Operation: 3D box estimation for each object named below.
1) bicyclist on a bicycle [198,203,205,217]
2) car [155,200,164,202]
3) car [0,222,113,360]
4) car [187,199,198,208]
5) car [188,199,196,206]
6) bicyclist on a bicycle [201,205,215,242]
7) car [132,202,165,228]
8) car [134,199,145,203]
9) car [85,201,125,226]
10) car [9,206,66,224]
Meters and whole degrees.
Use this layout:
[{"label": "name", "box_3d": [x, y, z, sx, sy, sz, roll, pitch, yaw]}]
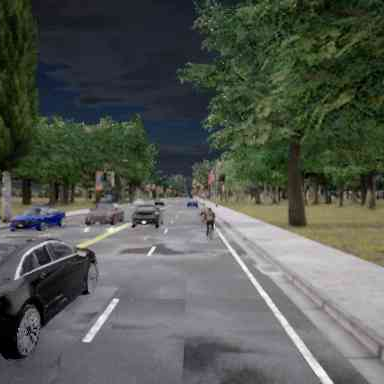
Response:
[{"label": "bicyclist on a bicycle", "box_3d": [0.913, 1.685, 26.198, 0.866, 1.612, 1.509, 0, -1, 0]}, {"label": "car", "box_3d": [-6.511, 2.233, 66.525, 1.895, 1.301, 4.718, 0, -1, 0]}, {"label": "car", "box_3d": [-3.150, 1.550, 6.002, 2.128, 1.511, 4.902, 0, -1, 0]}, {"label": "car", "box_3d": [0.102, 2.046, 59.686, 1.882, 1.535, 5.008, 0, -1, 0]}, {"label": "car", "box_3d": [0.001, 2.231, 73.996, 1.812, 1.442, 4.674, 0, -1, 0]}, {"label": "bicyclist on a bicycle", "box_3d": [0.894, 1.610, 16.448, 0.582, 1.620, 1.656, 0, -1, 0]}, {"label": "car", "box_3d": [-3.149, 1.734, 24.184, 1.837, 1.490, 4.892, 0, -1, 0]}, {"label": "car", "box_3d": [-9.801, 2.117, 62.144, 1.812, 1.442, 4.674, 0, -1, 1]}, {"label": "car", "box_3d": [-6.599, 1.594, 25.499, 2.097, 1.767, 4.553, 0, -1, 0]}, {"label": "car", "box_3d": [-9.850, 1.683, 21.620, 1.882, 1.535, 5.008, 0, -1, 0]}]
